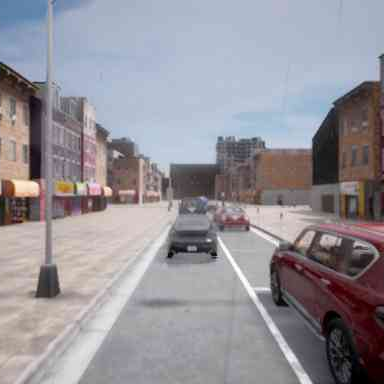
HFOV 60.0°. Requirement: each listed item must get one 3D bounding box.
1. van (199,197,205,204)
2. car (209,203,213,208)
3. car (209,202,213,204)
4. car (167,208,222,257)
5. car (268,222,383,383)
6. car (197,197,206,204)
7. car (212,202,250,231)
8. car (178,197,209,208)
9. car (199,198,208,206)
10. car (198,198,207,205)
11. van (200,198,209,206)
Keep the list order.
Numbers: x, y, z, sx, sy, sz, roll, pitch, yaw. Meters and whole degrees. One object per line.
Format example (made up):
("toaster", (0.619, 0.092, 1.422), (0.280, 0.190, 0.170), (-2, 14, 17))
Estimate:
("van", (2.639, 2.335, 88.369), (1.690, 1.788, 3.998), (0, -1, 0))
("car", (2.638, 1.857, 27.904), (1.802, 1.307, 4.206), (0, -1, 0))
("car", (2.638, 2.014, 44.941), (2.008, 1.369, 4.403), (0, -1, 0))
("car", (0.021, 1.640, 13.508), (1.837, 1.490, 4.892), (0, 0, 0))
("car", (2.638, 1.367, 5.189), (2.192, 1.841, 5.009), (0, -1, 0))
("car", (2.638, 2.378, 93.842), (2.192, 1.841, 5.009), (0, -1, 0))
("car", (2.638, 1.658, 22.226), (1.967, 1.590, 4.097), (0, -1, 0))
("car", (0.011, 1.497, 27.591), (2.150, 2.045, 5.566), (0, 0, 0))
("car", (2.639, 2.296, 77.418), (1.967, 1.590, 4.097), (0, -1, 0))
("car", (2.639, 2.365, 82.893), (1.967, 1.590, 4.097), (0, -1, 0))
("van", (2.638, 2.130, 71.944), (1.690, 1.788, 3.998), (0, -1, 0))
